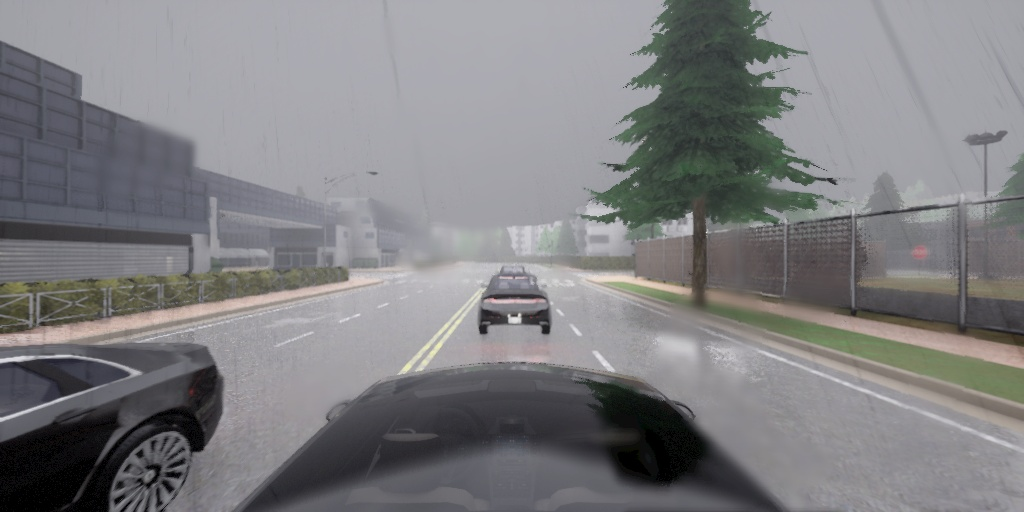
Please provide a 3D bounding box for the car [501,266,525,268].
[{"bbox_3d":[0.055,1.280,20.154,2.128,1.511,4.902,0,0,0],"label":"car"}]

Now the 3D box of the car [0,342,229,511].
[{"bbox_3d":[-3.580,1.241,1.287,2.128,1.511,4.902,0,0,0],"label":"car"}]

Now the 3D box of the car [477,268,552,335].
[{"bbox_3d":[0.067,1.259,10.575,2.128,1.511,4.902,0,0,0],"label":"car"}]
